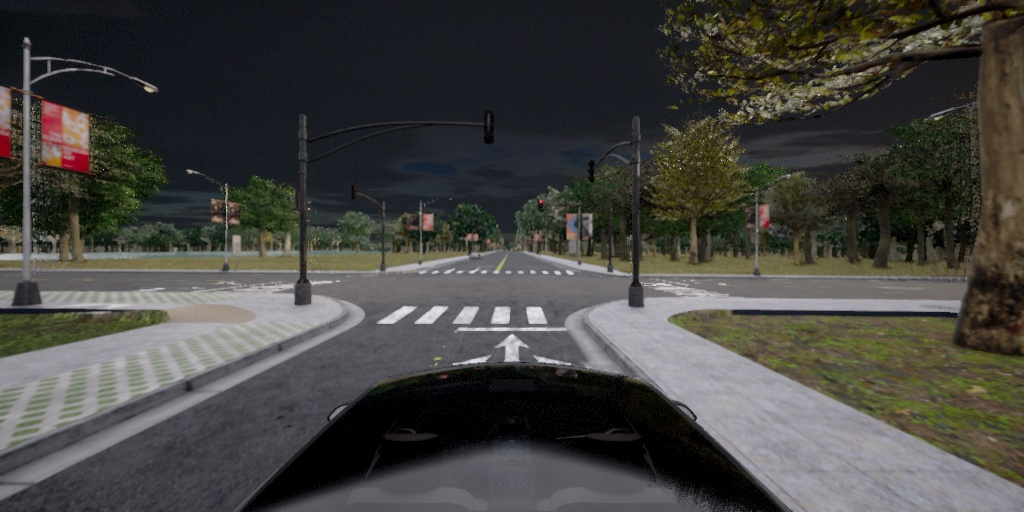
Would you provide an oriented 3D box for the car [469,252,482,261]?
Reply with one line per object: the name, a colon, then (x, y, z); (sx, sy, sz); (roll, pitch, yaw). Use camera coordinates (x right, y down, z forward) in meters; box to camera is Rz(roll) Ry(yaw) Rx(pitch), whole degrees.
car: (-6.313, 0.083, 61.650); (1.812, 1.442, 4.674); (0, 2, 0)
